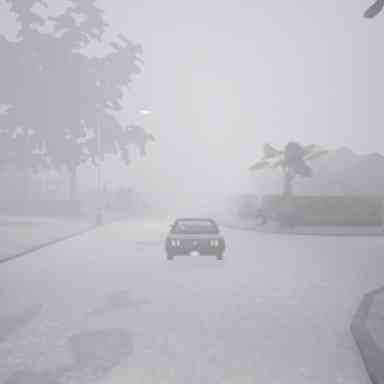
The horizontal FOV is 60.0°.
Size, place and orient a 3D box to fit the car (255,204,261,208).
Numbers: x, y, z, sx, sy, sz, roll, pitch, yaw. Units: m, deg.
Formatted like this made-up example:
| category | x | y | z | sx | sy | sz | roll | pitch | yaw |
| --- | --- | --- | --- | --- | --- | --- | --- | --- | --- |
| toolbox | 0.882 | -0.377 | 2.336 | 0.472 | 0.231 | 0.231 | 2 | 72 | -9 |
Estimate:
| category | x | y | z | sx | sy | sz | roll | pitch | yaw |
| --- | --- | --- | --- | --- | --- | --- | --- | --- | --- |
| car | 8.872 | 1.385 | 32.668 | 5.357 | 1.415 | 2.033 | 0 | 0 | 3 |

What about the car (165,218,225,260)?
| category | x | y | z | sx | sy | sz | roll | pitch | yaw |
| --- | --- | --- | --- | --- | --- | --- | --- | --- | --- |
| car | 0.095 | 1.612 | 12.489 | 1.895 | 1.301 | 4.718 | 0 | 0 | 0 |
